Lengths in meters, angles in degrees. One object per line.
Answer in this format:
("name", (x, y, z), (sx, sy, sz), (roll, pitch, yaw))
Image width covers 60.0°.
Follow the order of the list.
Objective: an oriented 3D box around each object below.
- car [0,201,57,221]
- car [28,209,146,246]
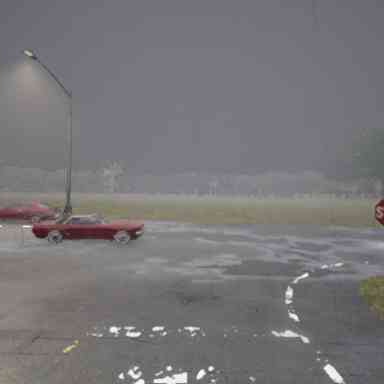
("car", (-11.280, 1.327, 22.100), (4.674, 1.442, 1.812), (2, 1, 0))
("car", (-4.511, 1.633, 15.091), (4.718, 1.301, 1.895), (1, 0, 0))
